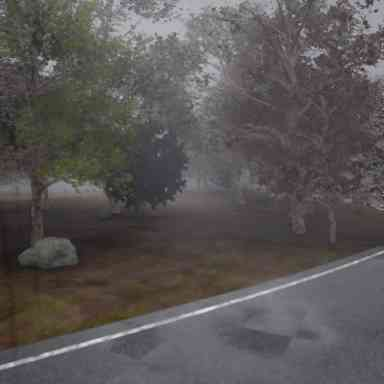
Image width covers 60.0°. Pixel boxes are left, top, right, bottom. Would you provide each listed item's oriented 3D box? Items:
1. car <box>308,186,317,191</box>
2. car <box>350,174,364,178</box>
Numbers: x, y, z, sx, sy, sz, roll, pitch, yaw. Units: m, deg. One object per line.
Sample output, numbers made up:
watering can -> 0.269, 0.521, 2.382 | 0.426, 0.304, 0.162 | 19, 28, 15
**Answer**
car -> 16.968, -0.896, 45.532 | 2.150, 2.045, 5.566 | -5, 3, -10
car -> 35.224, -3.406, 71.146 | 4.892, 1.490, 1.837 | -3, 3, 2
